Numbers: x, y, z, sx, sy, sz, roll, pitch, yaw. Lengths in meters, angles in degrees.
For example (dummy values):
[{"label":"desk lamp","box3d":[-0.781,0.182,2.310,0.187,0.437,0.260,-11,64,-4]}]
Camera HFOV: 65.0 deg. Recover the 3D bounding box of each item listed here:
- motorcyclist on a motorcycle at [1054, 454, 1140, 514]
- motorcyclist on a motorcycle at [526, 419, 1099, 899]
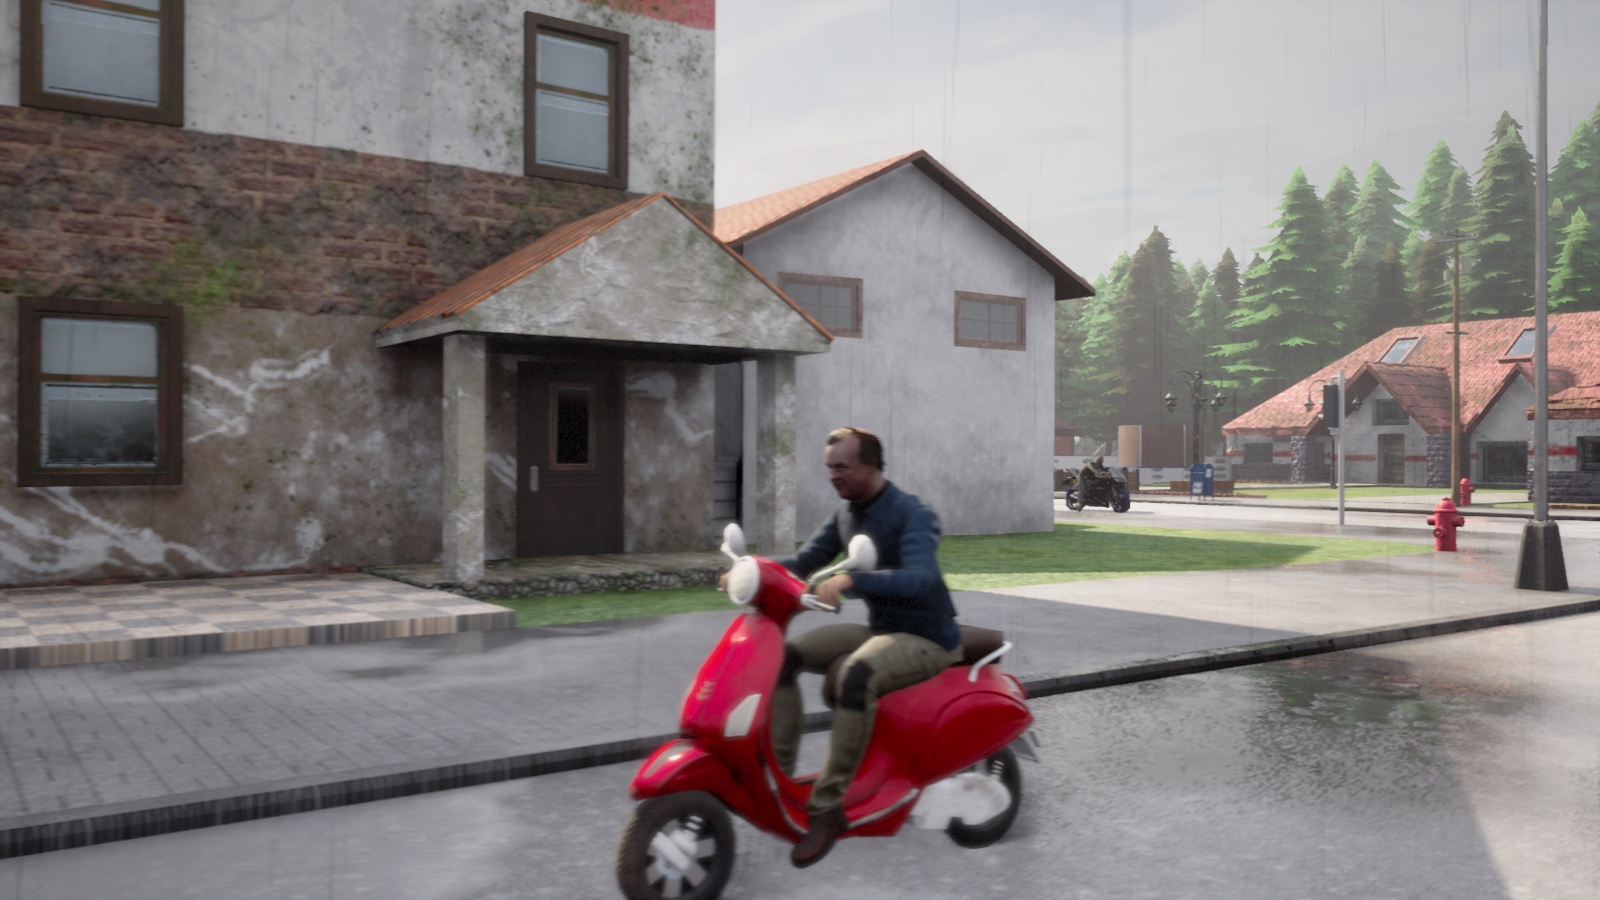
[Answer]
[{"label":"motorcyclist on a motorcycle","box3d":[7.872,0.885,33.335,0.866,1.530,2.191,0,0,-36]},{"label":"motorcyclist on a motorcycle","box3d":[0.083,0.712,4.341,1.817,1.590,0.866,0,0,-35]}]
